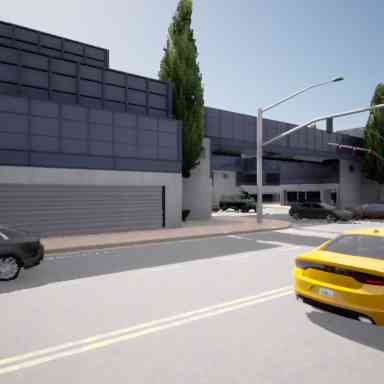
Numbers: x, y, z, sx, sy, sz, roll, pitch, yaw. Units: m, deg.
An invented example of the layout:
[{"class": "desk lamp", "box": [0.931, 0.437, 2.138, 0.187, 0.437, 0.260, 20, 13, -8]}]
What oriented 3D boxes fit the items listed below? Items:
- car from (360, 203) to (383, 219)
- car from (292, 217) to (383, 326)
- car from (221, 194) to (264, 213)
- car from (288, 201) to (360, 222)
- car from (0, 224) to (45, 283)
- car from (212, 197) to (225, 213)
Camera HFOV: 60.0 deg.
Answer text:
[{"class": "car", "box": [14.385, 1.548, 25.045, 2.033, 1.411, 5.357, 0, 0, -38]}, {"class": "car", "box": [4.187, 1.478, 6.829, 5.008, 1.535, 1.882, 0, 0, -36]}, {"class": "car", "box": [5.338, 1.221, 36.935, 2.150, 2.045, 5.566, 0, 0, -37]}, {"class": "car", "box": [9.716, 1.505, 25.339, 1.837, 1.490, 4.892, 0, 0, -38]}, {"class": "car", "box": [-6.271, 1.505, 8.157, 4.892, 1.490, 1.837, 0, 0, -36]}, {"class": "car", "box": [1.116, 1.525, 36.734, 1.812, 1.442, 4.674, 0, 0, -37]}]
